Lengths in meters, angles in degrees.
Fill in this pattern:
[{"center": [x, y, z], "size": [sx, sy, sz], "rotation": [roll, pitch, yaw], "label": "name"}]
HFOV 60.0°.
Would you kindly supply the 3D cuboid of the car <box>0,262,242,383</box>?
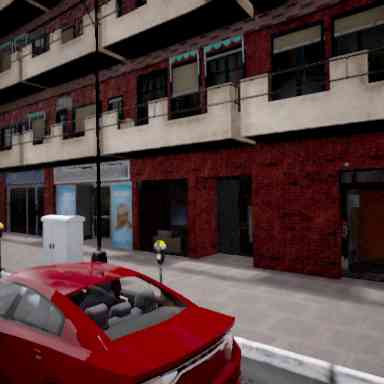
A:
[{"center": [-1.608, 1.543, 4.039], "size": [4.507, 1.381, 1.887], "rotation": [0, -1, 36], "label": "car"}]
